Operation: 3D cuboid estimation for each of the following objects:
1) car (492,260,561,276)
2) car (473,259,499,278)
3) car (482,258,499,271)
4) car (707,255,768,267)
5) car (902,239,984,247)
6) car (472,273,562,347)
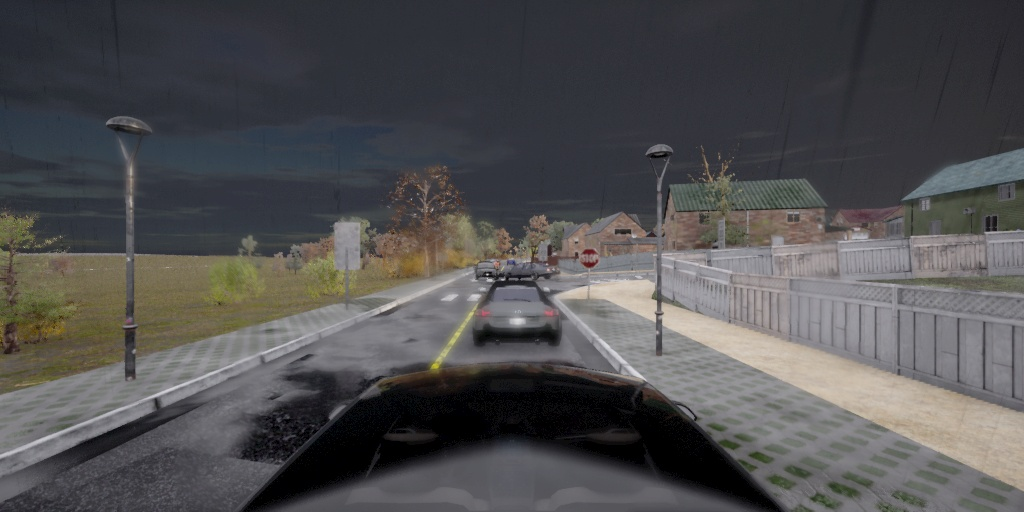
[{"bbox_3d":[1.280,1.197,28.383,5.357,1.411,2.033,-4,-3,43],"label":"car"},{"bbox_3d":[-2.314,1.257,31.287,1.837,1.490,4.892,0,0,-8],"label":"car"},{"bbox_3d":[-2.952,1.120,51.104,2.097,1.767,4.553,0,0,1],"label":"car"},{"bbox_3d":[14.343,0.413,22.788,4.181,1.385,1.994,-3,0,16],"label":"car"},{"bbox_3d":[23.848,-0.208,20.386,4.902,1.511,2.128,-3,0,14],"label":"car"},{"bbox_3d":[0.086,1.313,9.366,1.994,1.385,4.181,0,0,-1],"label":"car"}]
